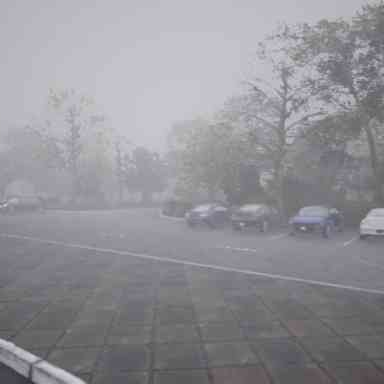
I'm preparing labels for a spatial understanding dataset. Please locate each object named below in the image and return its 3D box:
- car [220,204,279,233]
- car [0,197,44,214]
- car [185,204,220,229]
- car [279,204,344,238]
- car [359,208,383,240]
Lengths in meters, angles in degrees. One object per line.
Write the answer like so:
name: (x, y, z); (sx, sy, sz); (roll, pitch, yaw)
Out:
car: (4.035, 1.458, 19.660); (2.231, 1.521, 4.892); (0, 0, 36)
car: (-18.414, 1.336, 35.736); (2.185, 1.767, 4.553); (0, 0, 35)
car: (1.371, 1.497, 21.566); (2.002, 1.452, 4.674); (0, 0, 36)
car: (6.706, 1.456, 17.766); (2.097, 1.535, 5.008); (0, 0, 36)
car: (9.263, 1.496, 15.930); (2.002, 1.452, 4.674); (0, 0, 36)
